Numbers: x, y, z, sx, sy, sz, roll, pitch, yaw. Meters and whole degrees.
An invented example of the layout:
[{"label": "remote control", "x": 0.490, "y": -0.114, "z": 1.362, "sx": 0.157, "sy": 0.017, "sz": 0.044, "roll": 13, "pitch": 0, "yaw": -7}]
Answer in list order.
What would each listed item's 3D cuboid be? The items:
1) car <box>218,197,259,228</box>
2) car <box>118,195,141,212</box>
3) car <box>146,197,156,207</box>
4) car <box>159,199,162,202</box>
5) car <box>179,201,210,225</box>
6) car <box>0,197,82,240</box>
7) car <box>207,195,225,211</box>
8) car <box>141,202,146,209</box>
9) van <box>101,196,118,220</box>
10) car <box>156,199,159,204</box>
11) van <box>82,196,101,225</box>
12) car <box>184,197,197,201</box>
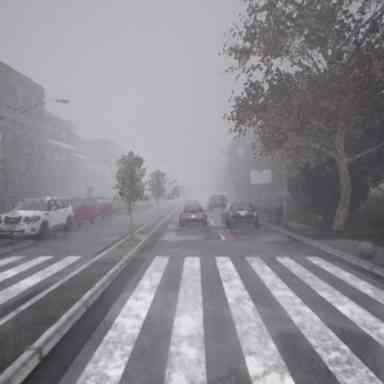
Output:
[{"label": "car", "x": 3.231, "y": 1.431, "z": 23.231, "sx": 2.097, "sy": 1.767, "sz": 4.553, "roll": 0, "pitch": 0, "yaw": 0}, {"label": "car", "x": -8.060, "y": 1.341, "z": 39.982, "sx": 2.435, "sy": 2.045, "sz": 5.566, "roll": 0, "pitch": 0, "yaw": 0}, {"label": "car", "x": -7.980, "y": 1.625, "z": 56.621, "sx": 2.163, "sy": 1.488, "sz": 4.792, "roll": 0, "pitch": 0, "yaw": 0}, {"label": "car", "x": -7.928, "y": 1.584, "z": 67.749, "sx": 2.231, "sy": 1.521, "sz": 4.892, "roll": 0, "pitch": 0, "yaw": 0}, {"label": "car", "x": 0.080, "y": 1.646, "z": 24.769, "sx": 1.994, "sy": 1.385, "sz": 4.181, "roll": 0, "pitch": 0, "yaw": 0}, {"label": "car", "x": -8.163, "y": 1.297, "z": 17.796, "sx": 2.435, "sy": 2.045, "sz": 5.566, "roll": 0, "pitch": 0, "yaw": 0}, {"label": "car", "x": 3.215, "y": 1.337, "z": 42.561, "sx": 2.150, "sy": 2.045, "sz": 5.566, "roll": 0, "pitch": 0, "yaw": 0}, {"label": "car", "x": -8.033, "y": 1.627, "z": 45.526, "sx": 2.163, "sy": 1.488, "sz": 4.792, "roll": 0, "pitch": 0, "yaw": 0}, {"label": "van", "x": -8.112, "y": 1.351, "z": 28.801, "sx": 1.878, "sy": 1.987, "sz": 4.442, "roll": 0, "pitch": 0, "yaw": 0}, {"label": "car", "x": -7.954, "y": 1.631, "z": 62.198, "sx": 2.002, "sy": 1.452, "sz": 4.674, "roll": 0, "pitch": 0, "yaw": 0}, {"label": "van", "x": -8.139, "y": 1.338, "z": 23.254, "sx": 1.878, "sy": 1.987, "sz": 4.442, "roll": 0, "pitch": 0, "yaw": 0}, {"label": "car", "x": 0.065, "y": 1.660, "z": 42.356, "sx": 2.033, "sy": 1.411, "sz": 5.357, "roll": 0, "pitch": 0, "yaw": 0}]
